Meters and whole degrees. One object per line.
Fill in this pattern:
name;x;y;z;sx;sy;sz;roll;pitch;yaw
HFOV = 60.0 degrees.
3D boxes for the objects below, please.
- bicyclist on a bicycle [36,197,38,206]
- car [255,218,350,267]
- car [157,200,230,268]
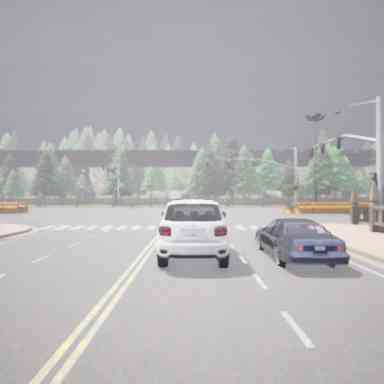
bicyclist on a bicycle;-27.072;1.704;58.427;0.582;1.620;1.656;0;0;0
car;3.564;1.630;11.724;2.033;1.411;5.357;0;0;0
car;0.058;1.298;11.720;2.150;2.045;5.566;0;-1;1
